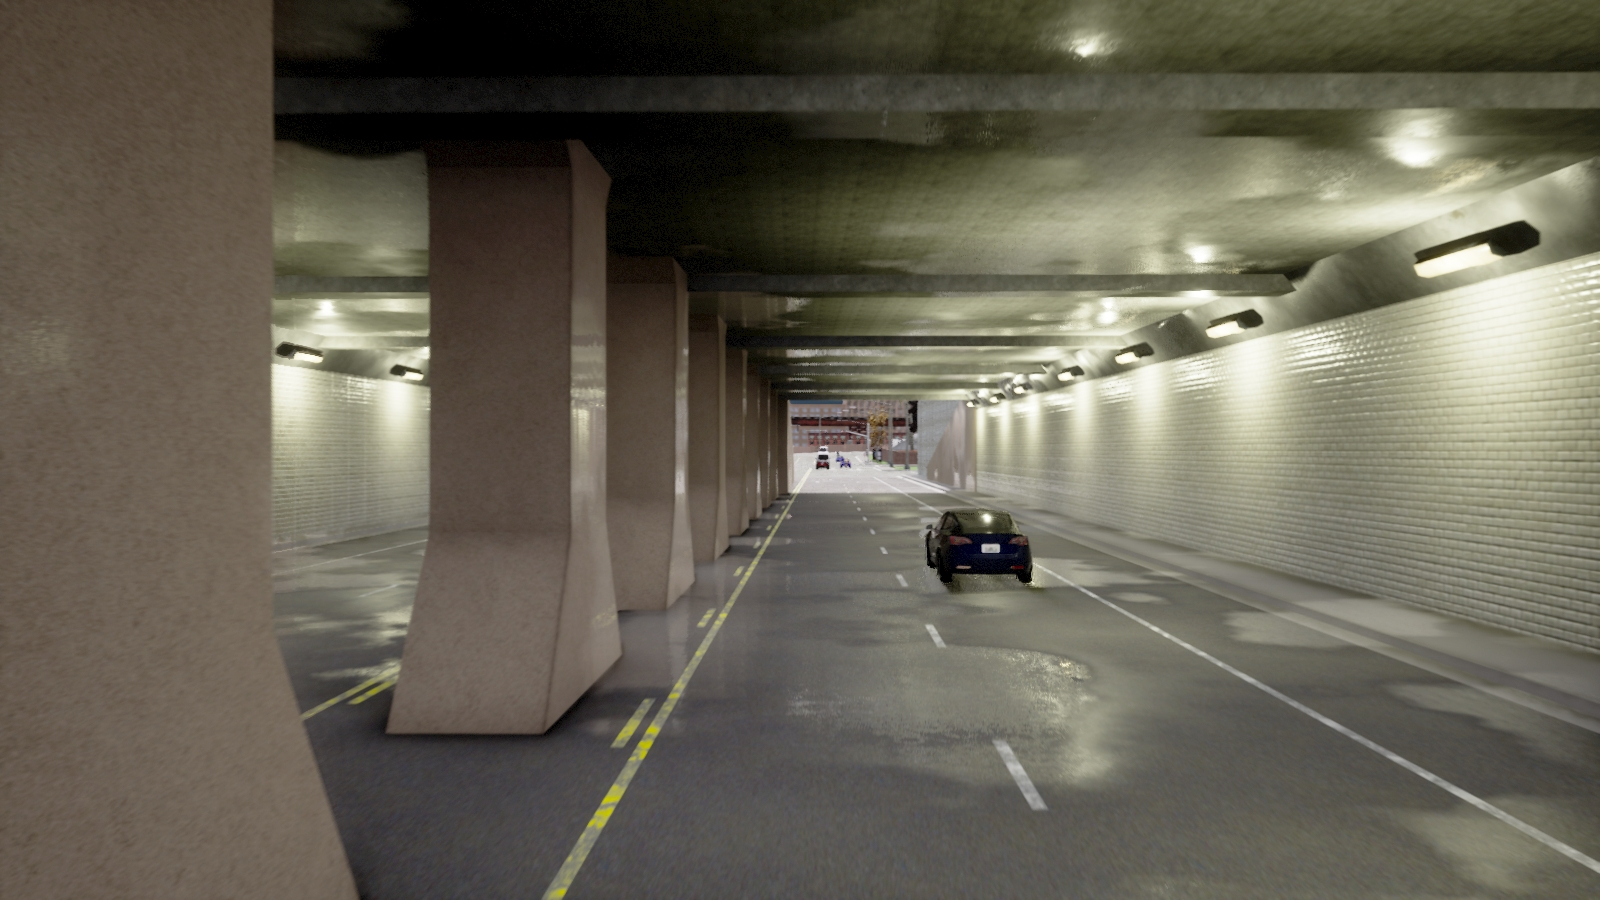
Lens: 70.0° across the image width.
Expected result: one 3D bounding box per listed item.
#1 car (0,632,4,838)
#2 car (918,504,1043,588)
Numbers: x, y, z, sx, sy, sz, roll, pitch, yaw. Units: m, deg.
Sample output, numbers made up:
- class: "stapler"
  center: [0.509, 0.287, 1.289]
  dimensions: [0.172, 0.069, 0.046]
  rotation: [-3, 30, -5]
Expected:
- class: "car"
  center: [-6.940, 2.060, 5.868]
  dimensions: [2.231, 1.480, 4.892]
  rotation: [0, 0, 1]
- class: "car"
  center: [3.927, 2.063, 25.705]
  dimensions: [2.163, 1.488, 4.792]
  rotation: [0, 0, 1]
